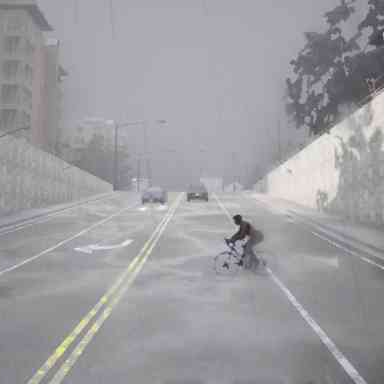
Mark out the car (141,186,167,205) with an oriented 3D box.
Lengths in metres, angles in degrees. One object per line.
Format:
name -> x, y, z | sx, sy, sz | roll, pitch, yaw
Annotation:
car -> -3.209, 0.252, 28.898 | 1.812, 1.442, 4.674 | 0, 4, 1

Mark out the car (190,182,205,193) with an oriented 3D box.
car -> 0.715, -0.639, 44.308 | 1.895, 1.301, 4.718 | 0, 2, 1

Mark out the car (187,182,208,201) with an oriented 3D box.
car -> 0.536, 0.047, 32.304 | 1.994, 1.385, 4.181 | 0, 4, 1

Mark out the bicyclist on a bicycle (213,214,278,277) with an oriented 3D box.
bicyclist on a bicycle -> 1.349, 1.393, 8.495 | 1.656, 1.620, 0.582 | -2, 1, 1
